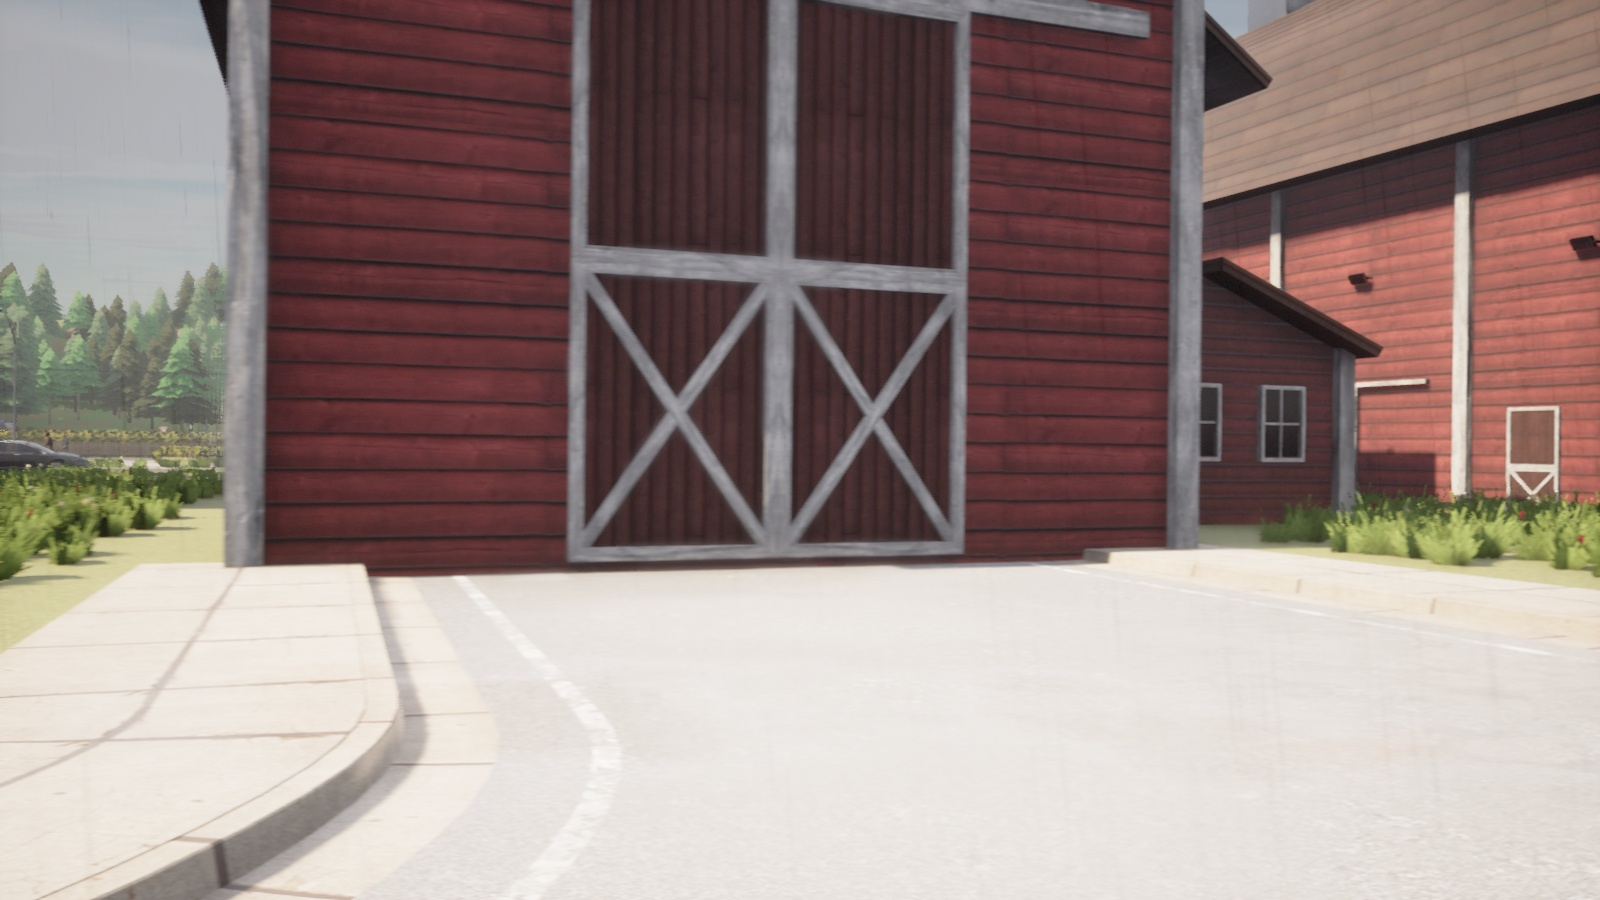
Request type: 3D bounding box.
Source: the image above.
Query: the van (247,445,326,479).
[{"bbox_3d":[-32.099,0.714,78.674,4.480,2.038,2.069,-1,0,-19],"label":"van"}]

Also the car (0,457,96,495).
[{"bbox_3d":[-31.558,1.057,51.054,4.892,1.490,1.837,-1,0,-21],"label":"car"}]

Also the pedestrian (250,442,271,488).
[{"bbox_3d":[-21.899,0.614,50.960,0.694,1.848,0.540,-1,0,-17],"label":"pedestrian"}]
